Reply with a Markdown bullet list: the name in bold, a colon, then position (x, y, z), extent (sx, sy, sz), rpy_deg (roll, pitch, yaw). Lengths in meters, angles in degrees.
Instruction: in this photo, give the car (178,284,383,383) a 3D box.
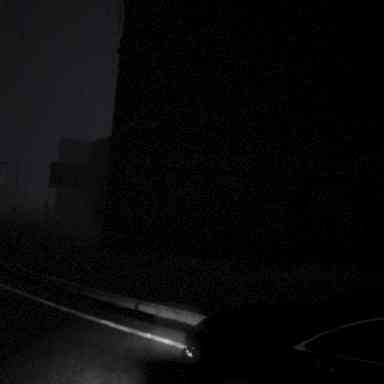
- **car**: position (2.187, 1.714, 3.243), extent (4.892, 1.490, 1.837), rpy_deg (0, -3, 28)
